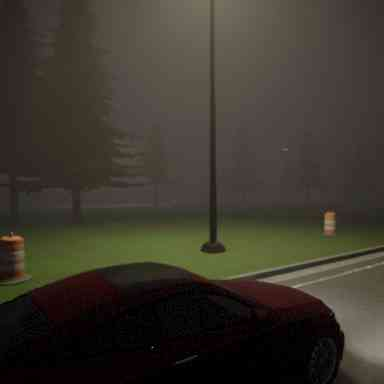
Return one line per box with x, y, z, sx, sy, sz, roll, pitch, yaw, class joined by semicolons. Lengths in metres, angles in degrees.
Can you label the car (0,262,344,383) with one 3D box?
-0.328;1.515;3.512;4.674;1.442;1.812;0;0;-35;car
